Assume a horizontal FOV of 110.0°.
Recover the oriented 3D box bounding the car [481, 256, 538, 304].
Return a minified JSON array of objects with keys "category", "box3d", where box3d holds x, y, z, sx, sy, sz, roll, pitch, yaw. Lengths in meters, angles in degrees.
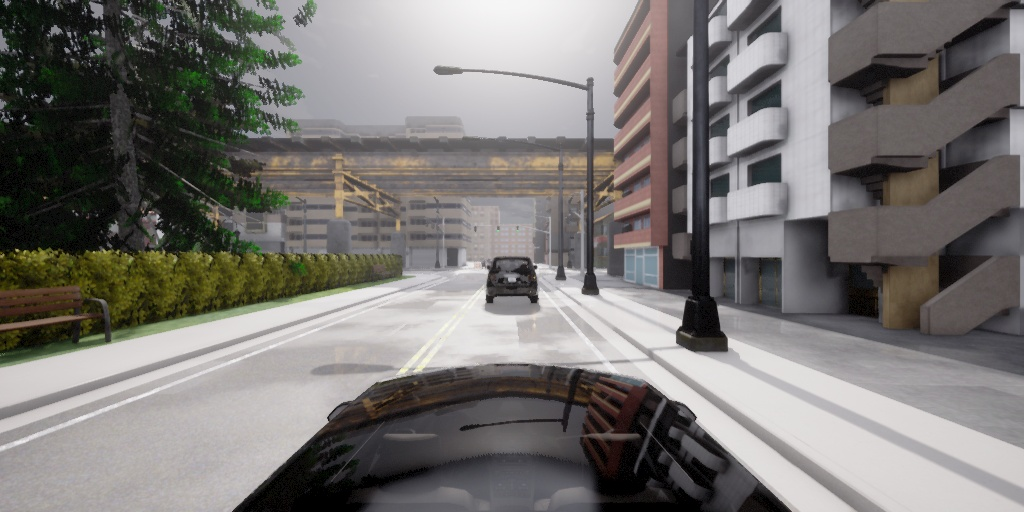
[{"category":"car","box3d":[0.000,1.007,16.530,2.150,2.045,5.566,0,0,0]}]
